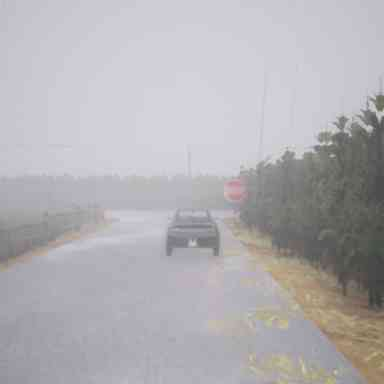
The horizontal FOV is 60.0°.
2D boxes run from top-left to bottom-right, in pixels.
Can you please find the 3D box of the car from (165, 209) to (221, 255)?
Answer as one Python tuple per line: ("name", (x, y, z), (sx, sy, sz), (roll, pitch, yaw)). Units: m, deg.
("car", (0.040, 1.391, 12.770), (2.128, 1.511, 4.902), (0, 0, 0))
